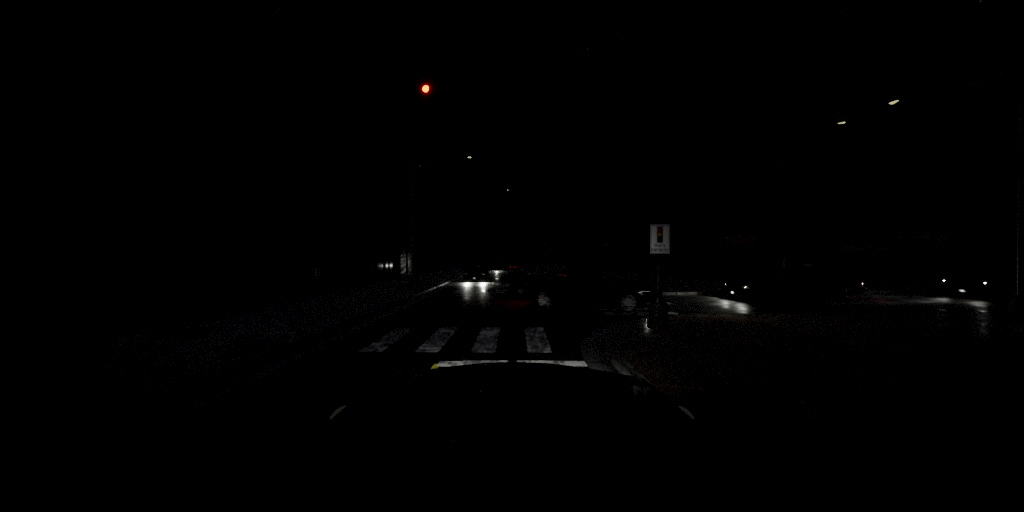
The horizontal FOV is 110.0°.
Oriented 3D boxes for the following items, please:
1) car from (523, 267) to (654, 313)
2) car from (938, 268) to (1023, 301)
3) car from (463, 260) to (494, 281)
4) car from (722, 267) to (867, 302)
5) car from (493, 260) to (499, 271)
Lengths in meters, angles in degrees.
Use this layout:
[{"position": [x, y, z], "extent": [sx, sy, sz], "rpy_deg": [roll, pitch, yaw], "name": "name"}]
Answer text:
[{"position": [2.904, 1.216, 13.968], "extent": [5.008, 1.535, 1.882], "rpy_deg": [0, 2, 24], "name": "car"}, {"position": [22.265, 1.219, 15.987], "extent": [4.718, 1.301, 1.895], "rpy_deg": [0, 0, 0], "name": "car"}, {"position": [-2.866, 1.301, 29.831], "extent": [2.033, 1.411, 5.357], "rpy_deg": [0, 0, 0], "name": "car"}, {"position": [12.451, 1.218, 15.951], "extent": [5.357, 1.411, 2.033], "rpy_deg": [0, 0, 0], "name": "car"}, {"position": [-2.863, 1.278, 51.138], "extent": [1.837, 1.490, 4.892], "rpy_deg": [0, 0, 0], "name": "car"}]
